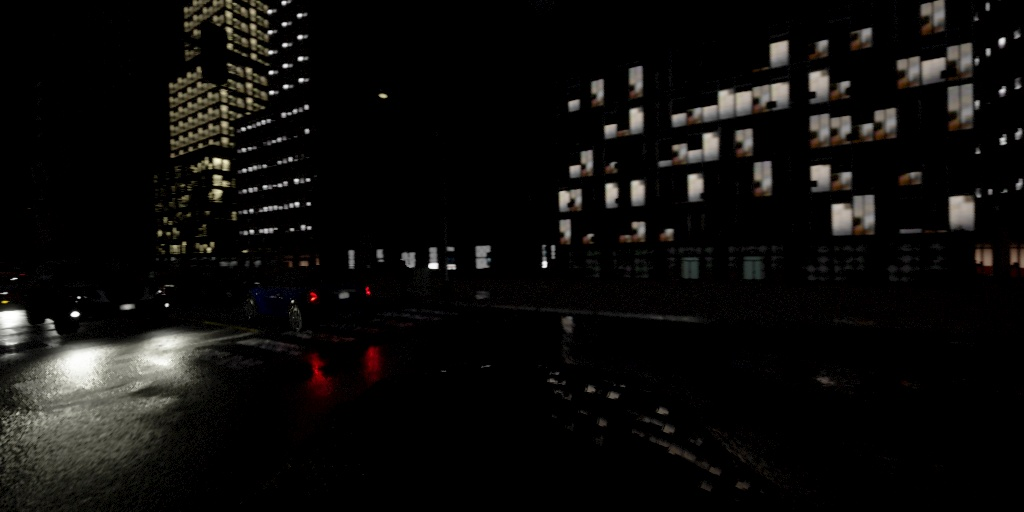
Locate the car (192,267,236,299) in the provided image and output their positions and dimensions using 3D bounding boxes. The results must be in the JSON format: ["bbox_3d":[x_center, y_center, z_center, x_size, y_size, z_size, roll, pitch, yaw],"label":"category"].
[{"bbox_3d":[-14.229,1.421,18.556,4.313,1.339,1.948,0,0,29],"label":"car"}]

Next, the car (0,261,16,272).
[{"bbox_3d":[-31.419,1.334,21.307,5.566,2.045,2.150,-1,0,29],"label":"car"}]

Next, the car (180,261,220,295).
[{"bbox_3d":[-19.081,1.229,21.195,5.009,1.841,2.192,0,0,29],"label":"car"}]

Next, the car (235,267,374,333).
[{"bbox_3d":[-6.375,1.136,11.126,4.553,1.767,2.097,-1,1,35],"label":"car"}]

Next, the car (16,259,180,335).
[{"bbox_3d":[-13.268,1.113,11.423,5.566,2.045,2.150,-1,0,29],"label":"car"}]

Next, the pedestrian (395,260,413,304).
[{"bbox_3d":[-4.447,1.021,14.759,0.375,1.860,0.375,-1,0,29],"label":"pedestrian"}]

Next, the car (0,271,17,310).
[{"bbox_3d":[-22.010,1.561,16.186,4.181,1.385,1.994,-1,0,29],"label":"car"}]
